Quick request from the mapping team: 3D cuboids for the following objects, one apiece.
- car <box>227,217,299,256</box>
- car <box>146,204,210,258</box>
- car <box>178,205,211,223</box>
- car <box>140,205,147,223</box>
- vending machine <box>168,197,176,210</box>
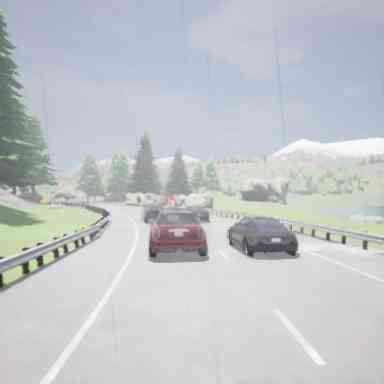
[{"bbox_3d":[2.794,1.718,13.960,1.994,1.385,4.181,0,-1,-7],"label":"car"},{"bbox_3d":[-0.692,1.501,13.615,2.097,1.767,4.553,0,-1,-6],"label":"car"},{"bbox_3d":[0.142,1.885,29.364,1.994,1.385,4.181,0,-1,-14],"label":"car"},{"bbox_3d":[-3.291,1.820,28.678,1.837,1.490,4.892,0,0,-14],"label":"car"},{"bbox_3d":[-3.318,1.786,54.287,1.100,2.100,0.880,0,-1,-25],"label":"vending machine"}]
